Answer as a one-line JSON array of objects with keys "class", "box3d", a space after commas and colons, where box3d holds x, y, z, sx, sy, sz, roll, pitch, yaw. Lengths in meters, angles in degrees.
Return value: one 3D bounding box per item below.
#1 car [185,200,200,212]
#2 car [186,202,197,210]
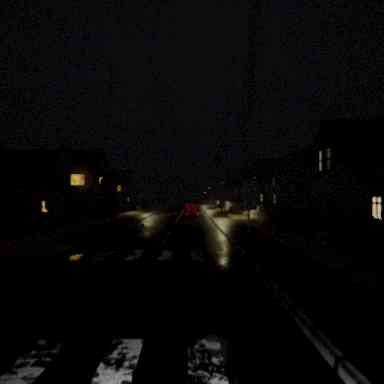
[{"class": "car", "box3d": [0.077, 2.099, 50.777, 2.097, 1.767, 4.553, 0, -1, 0]}, {"class": "car", "box3d": [-0.029, 2.522, 60.992, 1.895, 1.301, 4.718, 0, -1, 0]}]
